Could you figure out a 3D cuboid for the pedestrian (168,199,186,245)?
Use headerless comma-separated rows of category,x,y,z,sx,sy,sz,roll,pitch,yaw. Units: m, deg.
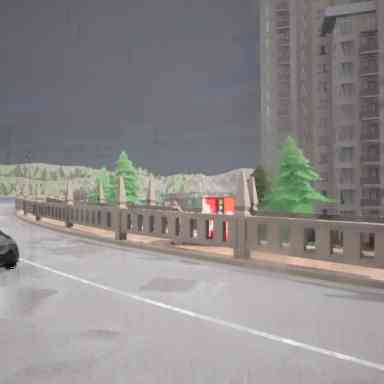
pedestrian,-0.603,1.132,12.841,0.375,1.860,0.375,-1,-1,42

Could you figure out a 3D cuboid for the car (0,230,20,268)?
car,-6.964,1.561,10.212,4.181,1.385,1.994,0,0,43

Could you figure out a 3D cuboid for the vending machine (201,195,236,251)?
vending machine,1.055,1.186,13.218,0.880,2.100,1.100,-1,0,41
